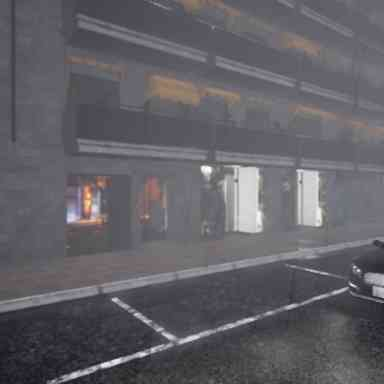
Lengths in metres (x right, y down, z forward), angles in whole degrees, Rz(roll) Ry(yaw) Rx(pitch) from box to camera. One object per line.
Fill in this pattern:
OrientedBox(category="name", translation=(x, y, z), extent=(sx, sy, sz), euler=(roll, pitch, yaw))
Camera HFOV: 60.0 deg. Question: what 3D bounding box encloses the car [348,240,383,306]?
OrientedBox(category="car", translation=(5.284, 1.466, 7.134), extent=(4.902, 1.511, 2.128), euler=(0, 0, -35))
